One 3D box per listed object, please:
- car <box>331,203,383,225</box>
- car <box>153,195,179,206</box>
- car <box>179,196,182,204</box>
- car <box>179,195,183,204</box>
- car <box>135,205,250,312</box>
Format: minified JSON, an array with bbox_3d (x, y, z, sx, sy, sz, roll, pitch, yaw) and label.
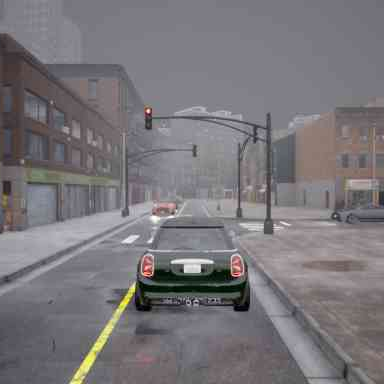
[{"bbox_3d":[11.987,1.488,23.220,4.181,1.385,1.994,0,0,0],"label":"car"},{"bbox_3d":[-2.791,1.358,33.887,2.097,1.767,4.553,0,0,0],"label":"car"},{"bbox_3d":[-2.772,1.561,44.222,2.033,1.411,5.357,0,0,0],"label":"car"},{"bbox_3d":[-2.706,1.386,62.095,2.097,1.767,4.553,0,0,1],"label":"car"},{"bbox_3d":[0.022,1.351,7.894,2.097,1.767,4.553,0,0,0],"label":"car"}]
